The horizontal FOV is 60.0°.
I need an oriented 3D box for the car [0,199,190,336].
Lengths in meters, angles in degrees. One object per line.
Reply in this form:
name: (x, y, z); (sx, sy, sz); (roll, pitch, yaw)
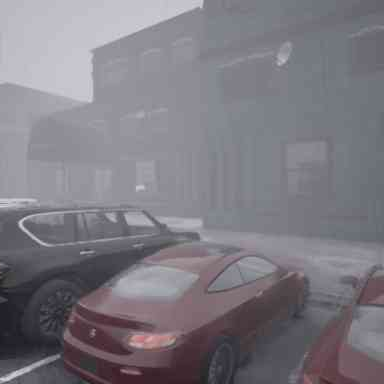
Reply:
car: (-1.913, 1.207, 6.754); (2.435, 2.045, 5.566); (0, 0, 36)

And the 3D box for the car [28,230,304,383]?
car: (0.331, 1.509, 5.116); (2.002, 1.452, 4.674); (0, 0, 36)

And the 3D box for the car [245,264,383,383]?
car: (2.540, 1.521, 3.539); (2.002, 1.452, 4.674); (0, 0, 36)
